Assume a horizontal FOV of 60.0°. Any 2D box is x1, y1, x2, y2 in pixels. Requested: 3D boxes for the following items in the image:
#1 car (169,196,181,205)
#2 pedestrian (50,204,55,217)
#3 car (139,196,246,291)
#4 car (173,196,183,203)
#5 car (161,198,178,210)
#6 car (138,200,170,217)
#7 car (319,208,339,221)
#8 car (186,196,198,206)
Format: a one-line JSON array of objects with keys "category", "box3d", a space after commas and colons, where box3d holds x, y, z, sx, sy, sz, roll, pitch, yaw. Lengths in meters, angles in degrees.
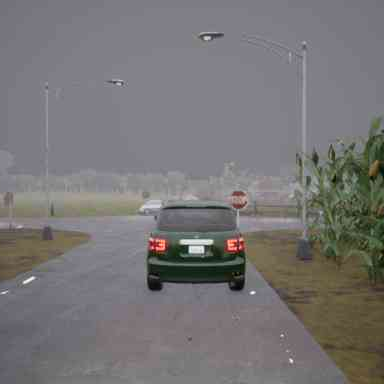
[{"category": "car", "box3d": [-2.910, 1.469, 57.803, 1.882, 1.535, 5.008, 0, 0, 0]}, {"category": "pedestrian", "box3d": [-12.236, 1.612, 29.175, 0.500, 1.100, 0.500, 0, 2, 0]}, {"category": "car", "box3d": [0.087, 1.217, 9.161, 2.150, 2.045, 5.566, 0, 0, 0]}, {"category": "car", "box3d": [-2.880, 1.548, 69.229, 1.994, 1.385, 4.181, 0, 0, 0]}, {"category": "car", "box3d": [-2.926, 1.551, 44.510, 1.994, 1.385, 4.181, 0, 0, 0]}, {"category": "car", "box3d": [-3.586, 1.513, 32.421, 1.812, 1.442, 4.674, 0, 0, 11]}, {"category": "car", "box3d": [12.561, 1.467, 26.235, 4.902, 1.511, 2.128, 0, 2, -2]}, {"category": "car", "box3d": [-0.005, 1.468, 55.093, 1.882, 1.535, 5.008, 0, 0, 0]}]
